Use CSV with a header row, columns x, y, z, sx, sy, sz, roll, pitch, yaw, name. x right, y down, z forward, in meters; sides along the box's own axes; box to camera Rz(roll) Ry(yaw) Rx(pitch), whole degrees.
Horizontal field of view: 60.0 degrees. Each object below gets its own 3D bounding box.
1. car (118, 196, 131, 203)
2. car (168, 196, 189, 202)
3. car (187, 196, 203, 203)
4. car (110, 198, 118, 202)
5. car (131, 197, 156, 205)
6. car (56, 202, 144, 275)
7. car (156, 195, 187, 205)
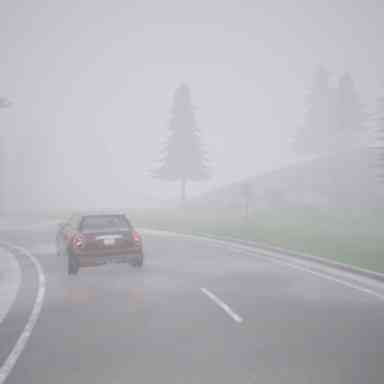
x,y,z,sx,sy,sz,roll,pitch,yaw,name
-10.874,1.603,62.738,1.882,1.535,5.008,0,0,43,car
-3.073,1.574,76.401,1.837,1.490,4.892,0,0,42,car
-0.409,1.612,74.127,1.837,1.490,4.892,0,0,42,car
-13.630,1.612,64.879,1.882,1.535,5.008,0,0,43,car
-8.109,1.620,60.600,1.837,1.490,4.892,0,0,43,car
-3.204,1.376,10.965,2.097,1.767,4.553,0,0,-27,car
-3.695,1.708,60.232,1.895,1.301,4.718,0,0,43,car
